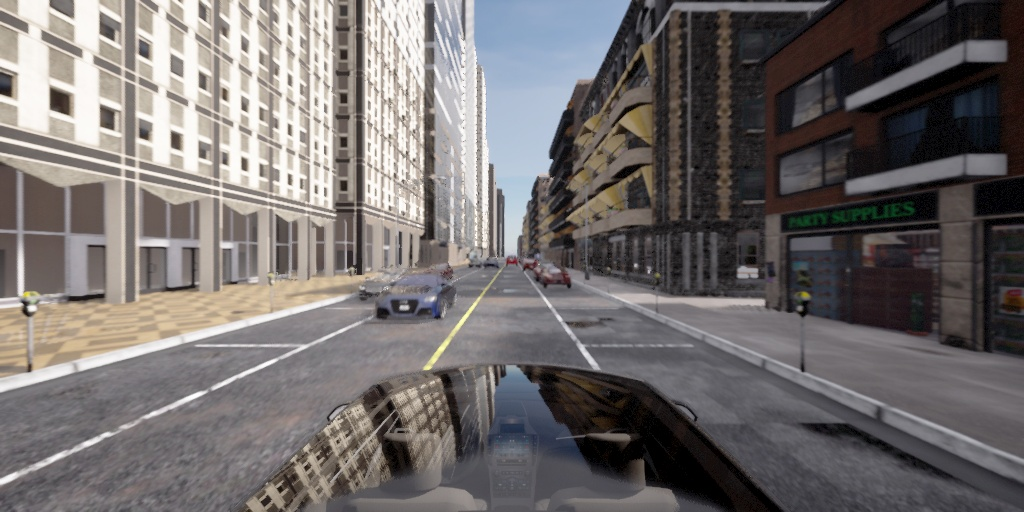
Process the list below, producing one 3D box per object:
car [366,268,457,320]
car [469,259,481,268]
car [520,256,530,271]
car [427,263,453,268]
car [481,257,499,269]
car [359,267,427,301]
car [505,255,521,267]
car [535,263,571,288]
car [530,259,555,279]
[{"bbox_3d":[-3.103,1.286,12.316,1.994,1.385,4.181,0,0,0],"label":"car"},{"bbox_3d":[-5.705,1.186,56.471,1.948,1.339,4.313,0,0,0],"label":"car"},{"bbox_3d":[2.349,1.121,45.886,1.882,1.535,5.008,0,0,0],"label":"car"},{"bbox_3d":[-5.697,1.228,28.230,1.888,1.381,4.507,0,0,0],"label":"car"},{"bbox_3d":[-3.078,0.978,53.614,2.097,1.767,4.553,0,0,0],"label":"car"},{"bbox_3d":[-5.693,1.261,16.932,2.007,1.370,4.403,0,0,0],"label":"car"},{"bbox_3d":[-0.016,0.839,64.283,2.150,2.045,5.566,0,0,0],"label":"car"},{"bbox_3d":[2.685,1.279,22.583,1.802,1.307,4.207,0,0,0],"label":"car"},{"bbox_3d":[2.684,1.123,28.232,1.967,1.591,4.097,0,0,0],"label":"car"}]
